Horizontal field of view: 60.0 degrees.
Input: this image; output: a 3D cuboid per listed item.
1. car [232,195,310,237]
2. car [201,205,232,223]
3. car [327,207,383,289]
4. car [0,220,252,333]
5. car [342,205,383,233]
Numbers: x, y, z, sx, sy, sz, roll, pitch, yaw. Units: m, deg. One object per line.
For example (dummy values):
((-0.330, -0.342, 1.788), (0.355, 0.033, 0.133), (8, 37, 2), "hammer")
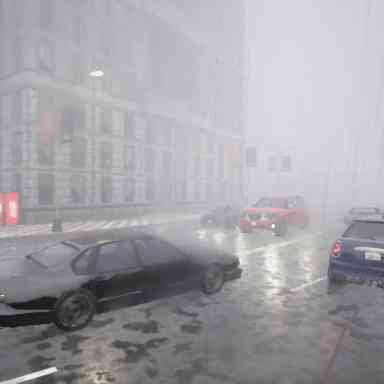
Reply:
((4.725, 1.214, 18.427), (2.150, 2.045, 5.566), (0, 0, 38), "car")
((2.305, 1.550, 21.017), (1.994, 1.385, 4.181), (0, 0, 38), "car")
((5.271, 1.349, 8.404), (4.553, 1.767, 2.097), (0, 0, -45), "car")
((-1.377, 1.542, 6.827), (5.357, 1.411, 2.033), (0, 0, -39), "car")
((10.947, 1.591, 20.747), (1.895, 1.301, 4.718), (0, 0, 37), "car")
